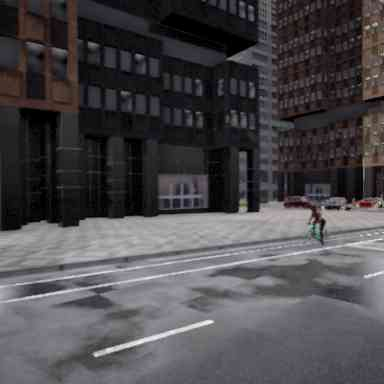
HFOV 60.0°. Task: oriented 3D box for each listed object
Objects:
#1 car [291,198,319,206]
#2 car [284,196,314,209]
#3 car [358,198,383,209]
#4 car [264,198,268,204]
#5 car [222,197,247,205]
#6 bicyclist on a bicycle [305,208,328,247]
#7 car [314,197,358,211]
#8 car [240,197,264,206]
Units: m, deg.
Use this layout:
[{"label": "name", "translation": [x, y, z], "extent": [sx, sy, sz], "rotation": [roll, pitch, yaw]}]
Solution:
[{"label": "car", "translation": [19.319, 1.721, 57.054], "extent": [1.802, 1.307, 4.206], "rotation": [-1, 0, -36]}, {"label": "car", "translation": [15.528, 1.542, 47.686], "extent": [2.192, 1.841, 5.009], "rotation": [-1, 0, -36]}, {"label": "car", "translation": [25.622, 1.541, 48.223], "extent": [1.967, 1.590, 4.097], "rotation": [-1, 0, -36]}, {"label": "car", "translation": [13.012, 1.723, 65.883], "extent": [1.887, 1.381, 4.507], "rotation": [-1, 0, -36]}, {"label": "car", "translation": [8.579, 1.773, 67.369], "extent": [2.033, 1.411, 5.357], "rotation": [-1, 0, -35]}, {"label": "bicyclist on a bicycle", "translation": [5.274, 1.480, 14.080], "extent": [1.656, 1.620, 0.582], "rotation": [0, 0, -36]}, {"label": "car", "translation": [18.686, 1.774, 43.272], "extent": [1.947, 1.339, 4.313], "rotation": [-1, 0, -36]}, {"label": "car", "translation": [9.324, 1.790, 56.380], "extent": [1.752, 1.417, 4.829], "rotation": [-1, 0, -36]}]
